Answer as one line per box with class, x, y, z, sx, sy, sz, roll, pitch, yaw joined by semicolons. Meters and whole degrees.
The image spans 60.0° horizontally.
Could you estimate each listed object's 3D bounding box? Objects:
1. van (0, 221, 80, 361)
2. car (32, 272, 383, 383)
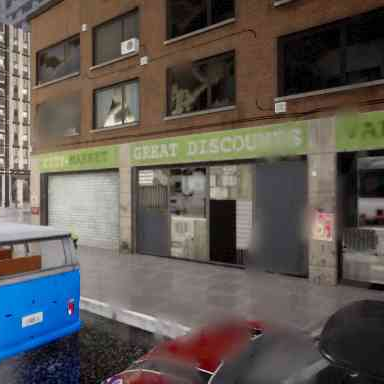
van;-3.485;1.343;5.197;3.998;1.788;1.690;0;0;35
car;1.155;1.440;1.903;4.097;1.590;1.967;0;0;35
